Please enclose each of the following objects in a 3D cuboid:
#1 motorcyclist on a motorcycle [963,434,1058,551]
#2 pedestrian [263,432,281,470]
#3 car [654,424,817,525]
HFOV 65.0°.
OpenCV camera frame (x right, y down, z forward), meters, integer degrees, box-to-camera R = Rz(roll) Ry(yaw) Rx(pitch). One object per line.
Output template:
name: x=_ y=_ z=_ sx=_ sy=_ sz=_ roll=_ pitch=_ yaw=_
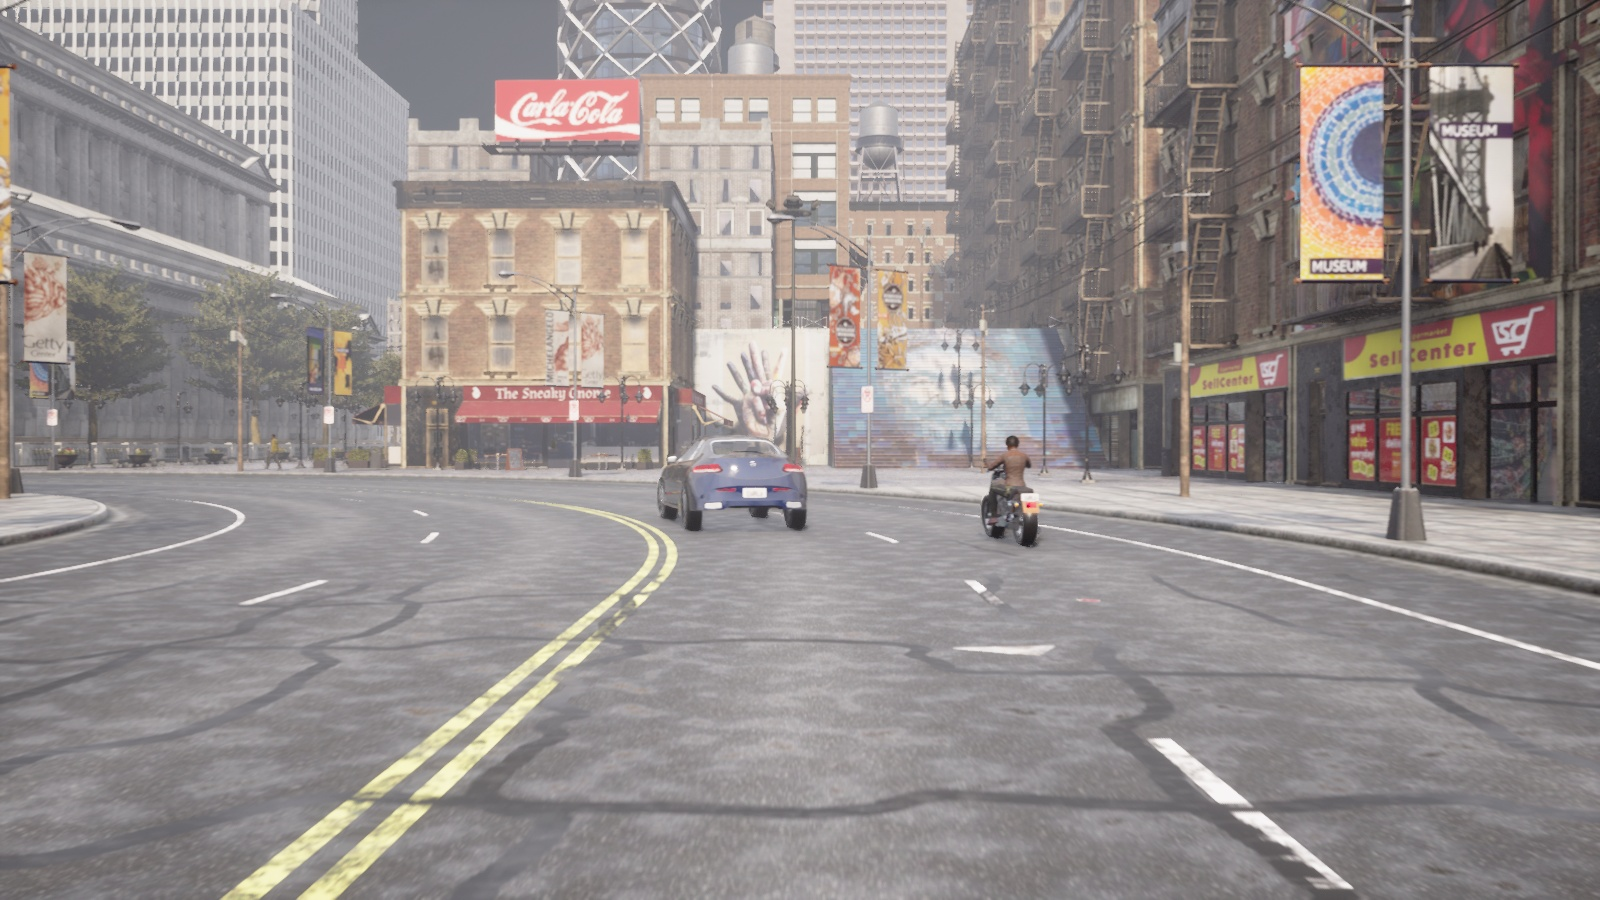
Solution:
motorcyclist on a motorcycle: x=3.127 y=0.593 z=18.897 sx=0.766 sy=1.649 sz=2.350 roll=0 pitch=0 yaw=-7
pedestrian: x=-25.586 y=0.040 z=60.860 sx=0.709 sy=1.840 sz=0.431 roll=0 pitch=0 yaw=17
car: x=-1.344 y=0.393 z=23.294 sx=2.152 sy=1.651 sz=5.027 roll=0 pitch=0 yaw=-13
